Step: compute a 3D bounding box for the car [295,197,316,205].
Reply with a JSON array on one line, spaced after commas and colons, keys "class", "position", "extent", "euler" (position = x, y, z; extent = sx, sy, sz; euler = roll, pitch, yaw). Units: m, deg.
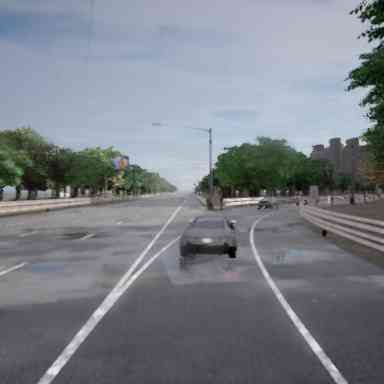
[{"class": "car", "position": [19.274, 1.505, 56.279], "extent": [2.033, 1.411, 5.357], "euler": [0, 0, 40]}]

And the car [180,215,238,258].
[{"class": "car", "position": [0.760, 1.565, 12.898], "extent": [1.994, 1.385, 4.181], "euler": [0, 0, 7]}]

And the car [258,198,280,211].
[{"class": "car", "position": [9.660, 1.493, 41.569], "extent": [1.837, 1.490, 4.892], "euler": [-1, 0, 27]}]
